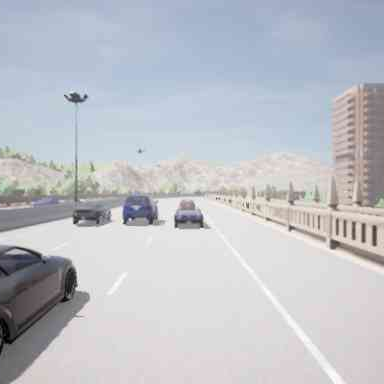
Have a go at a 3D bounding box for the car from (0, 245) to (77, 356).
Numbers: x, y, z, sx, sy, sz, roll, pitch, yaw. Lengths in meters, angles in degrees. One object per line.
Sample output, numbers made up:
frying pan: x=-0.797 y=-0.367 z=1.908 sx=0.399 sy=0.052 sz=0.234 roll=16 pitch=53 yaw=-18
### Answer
car: x=-3.463 y=1.563 z=5.564 sx=1.994 sy=1.385 sz=4.181 roll=0 pitch=0 yaw=-1

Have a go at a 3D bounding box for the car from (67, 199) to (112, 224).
car: x=-7.263 y=1.497 z=24.497 sx=1.837 sy=1.490 sz=4.892 roll=0 pitch=0 yaw=-1

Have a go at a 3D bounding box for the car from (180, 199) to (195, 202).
car: x=-0.540 y=1.543 z=40.099 sx=1.994 sy=1.385 sz=4.181 roll=0 pitch=0 yaw=-1

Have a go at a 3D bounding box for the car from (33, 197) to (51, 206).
car: x=-18.189 y=1.468 z=41.895 sx=1.882 sy=1.535 sz=5.008 roll=0 pitch=0 yaw=-1

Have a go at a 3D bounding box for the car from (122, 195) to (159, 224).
car: x=-3.770 y=1.211 z=24.964 sx=2.150 sy=2.045 sz=5.566 roll=0 pitch=0 yaw=-1

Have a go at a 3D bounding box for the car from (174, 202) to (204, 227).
car: x=-0.230 y=1.589 z=22.721 sx=1.895 sy=1.301 sz=4.718 roll=0 pitch=0 yaw=-1

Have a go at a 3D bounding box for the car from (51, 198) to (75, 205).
car: x=-14.677 y=1.536 z=40.234 sx=2.033 sy=1.411 sz=5.357 roll=0 pitch=0 yaw=0
